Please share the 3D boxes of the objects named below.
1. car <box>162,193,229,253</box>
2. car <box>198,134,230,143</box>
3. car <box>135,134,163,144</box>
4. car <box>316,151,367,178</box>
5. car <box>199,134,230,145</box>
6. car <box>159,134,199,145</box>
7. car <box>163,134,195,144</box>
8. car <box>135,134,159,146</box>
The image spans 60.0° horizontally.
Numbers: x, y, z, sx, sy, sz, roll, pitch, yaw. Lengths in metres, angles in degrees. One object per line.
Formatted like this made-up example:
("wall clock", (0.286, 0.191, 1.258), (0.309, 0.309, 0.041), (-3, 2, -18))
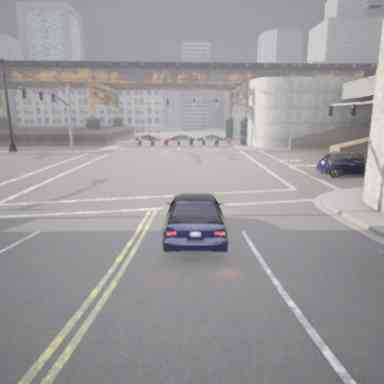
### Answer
("car", (0.092, 0.751, 10.736), (2.033, 1.411, 5.357), (0, 8, 0))
("car", (3.341, -8.310, 51.592), (4.536, 1.218, 1.853), (7, 14, 28))
("car", (-6.632, -8.155, 50.897), (4.536, 1.218, 1.853), (12, 17, 43))
("car", (11.411, -2.037, 23.732), (4.553, 1.767, 2.097), (-1, 13, -3))
("car", (3.386, -8.151, 51.602), (4.974, 1.542, 2.038), (7, 14, 28))
("car", (-1.986, -7.988, 50.872), (4.974, 1.542, 2.038), (-9, 15, -35))
("car", (-1.944, -8.148, 50.868), (4.536, 1.218, 1.853), (-9, 15, -35))
("car", (-6.594, -7.993, 50.896), (4.974, 1.542, 2.038), (12, 17, 43))
